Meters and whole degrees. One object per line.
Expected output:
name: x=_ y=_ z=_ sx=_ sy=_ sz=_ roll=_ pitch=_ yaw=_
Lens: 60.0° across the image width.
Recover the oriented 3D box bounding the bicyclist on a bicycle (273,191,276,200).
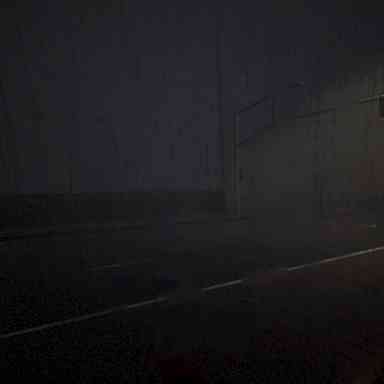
bicyclist on a bicycle: x=13.505 y=0.660 z=54.452 sx=0.582 sy=1.620 sz=1.656 roll=0 pitch=1 yaw=21

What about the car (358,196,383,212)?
car: x=17.121 y=1.014 z=29.156 sx=1.882 sy=1.535 sz=5.008 roll=-1 pitch=0 yaw=-30

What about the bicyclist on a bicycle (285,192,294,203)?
bicyclist on a bicycle: x=14.507 y=0.844 z=49.546 sx=1.656 sy=1.620 sz=0.582 roll=-1 pitch=1 yaw=-23
